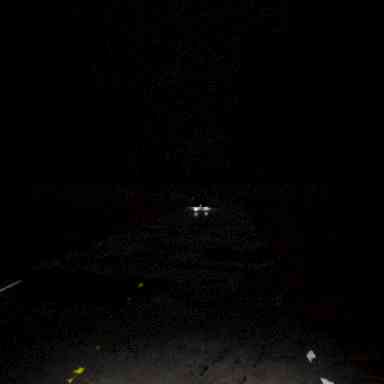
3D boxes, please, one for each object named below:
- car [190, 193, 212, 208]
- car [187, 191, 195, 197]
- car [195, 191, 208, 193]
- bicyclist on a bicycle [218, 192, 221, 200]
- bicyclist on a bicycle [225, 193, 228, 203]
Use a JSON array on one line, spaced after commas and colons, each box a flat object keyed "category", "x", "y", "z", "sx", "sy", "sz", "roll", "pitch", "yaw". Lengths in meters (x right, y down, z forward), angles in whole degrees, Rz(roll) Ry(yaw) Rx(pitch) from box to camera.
[{"category": "car", "x": 1.192, "y": 1.142, "z": 41.736, "sx": 2.033, "sy": 1.411, "sz": 5.357, "roll": 0, "pitch": 1, "yaw": 4}, {"category": "car", "x": 0.335, "y": 0.561, "z": 80.353, "sx": 1.812, "sy": 1.442, "sz": 4.674, "roll": -1, "pitch": 1, "yaw": -17}, {"category": "car", "x": 2.692, "y": 0.762, "z": 70.153, "sx": 2.033, "sy": 1.411, "sz": 5.357, "roll": 0, "pitch": 1, "yaw": -12}, {"category": "bicyclist on a bicycle", "x": 4.885, "y": 0.834, "z": 59.320, "sx": 0.582, "sy": 1.620, "sz": 1.656, "roll": 0, "pitch": 1, "yaw": -5}, {"category": "bicyclist on a bicycle", "x": 5.318, "y": 0.945, "z": 50.766, "sx": 0.582, "sy": 1.620, "sz": 1.656, "roll": 0, "pitch": 1, "yaw": -1}]
